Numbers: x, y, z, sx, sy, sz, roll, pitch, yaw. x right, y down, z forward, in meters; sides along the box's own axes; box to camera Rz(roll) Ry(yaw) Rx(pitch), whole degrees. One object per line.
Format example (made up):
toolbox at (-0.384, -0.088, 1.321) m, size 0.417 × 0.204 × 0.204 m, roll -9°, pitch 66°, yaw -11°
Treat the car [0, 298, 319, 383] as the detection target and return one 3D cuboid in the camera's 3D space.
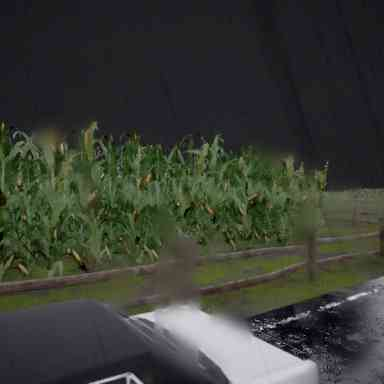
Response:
car at (-1.353, 1.601, 2.103) m, size 4.718 × 1.301 × 1.895 m, roll 0°, pitch 0°, yaw -35°
